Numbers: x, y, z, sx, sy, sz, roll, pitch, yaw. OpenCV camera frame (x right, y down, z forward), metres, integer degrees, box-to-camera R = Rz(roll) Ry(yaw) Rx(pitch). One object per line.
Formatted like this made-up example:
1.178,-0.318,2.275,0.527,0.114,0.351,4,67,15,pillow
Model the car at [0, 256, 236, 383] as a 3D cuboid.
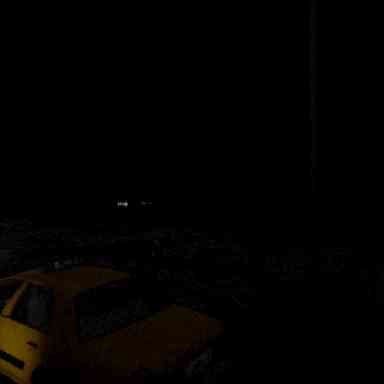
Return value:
-1.819,1.527,4.372,4.829,1.417,1.752,0,0,35,car
